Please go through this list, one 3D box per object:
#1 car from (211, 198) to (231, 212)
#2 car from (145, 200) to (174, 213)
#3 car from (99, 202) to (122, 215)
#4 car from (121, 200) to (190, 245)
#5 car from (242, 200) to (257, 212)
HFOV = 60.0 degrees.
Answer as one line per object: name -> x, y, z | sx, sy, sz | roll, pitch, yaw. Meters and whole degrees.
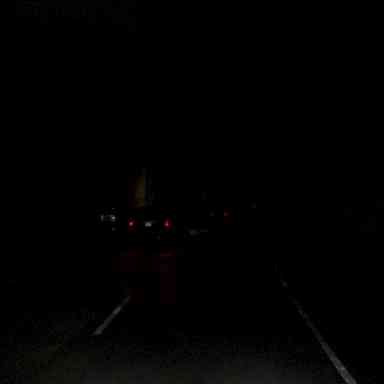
car -> 3.779, 1.557, 42.437 | 2.097, 1.767, 4.553 | 0, 0, 12
car -> -3.878, 1.732, 40.918 | 2.033, 1.411, 5.357 | 0, 0, 12
car -> -8.382, 1.758, 36.379 | 1.895, 1.301, 4.718 | 0, 0, 12
car -> -1.473, 1.426, 16.228 | 2.097, 1.767, 4.553 | 0, 0, 10
car -> 7.318, 1.756, 42.276 | 2.033, 1.411, 5.357 | 0, 0, 12
